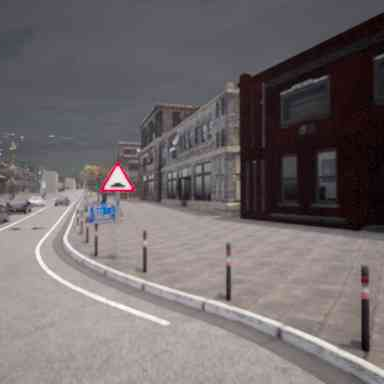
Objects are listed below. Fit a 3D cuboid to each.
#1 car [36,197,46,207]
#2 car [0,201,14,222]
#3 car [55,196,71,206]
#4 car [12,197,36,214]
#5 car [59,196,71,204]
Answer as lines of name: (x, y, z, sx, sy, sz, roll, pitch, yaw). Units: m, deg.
car: (-22.032, 1.396, 47.156, 1.812, 1.442, 4.674, 0, 0, -17)
car: (-14.668, 1.611, 24.163, 1.837, 1.490, 4.892, 0, 0, -18)
car: (-19.883, 1.413, 50.797, 2.033, 1.411, 5.357, 0, 0, -18)
car: (-18.153, 1.463, 35.021, 1.882, 1.535, 5.008, 0, 1, -18)
car: (-23.126, 1.399, 60.534, 1.812, 1.442, 4.674, 0, 0, -18)
